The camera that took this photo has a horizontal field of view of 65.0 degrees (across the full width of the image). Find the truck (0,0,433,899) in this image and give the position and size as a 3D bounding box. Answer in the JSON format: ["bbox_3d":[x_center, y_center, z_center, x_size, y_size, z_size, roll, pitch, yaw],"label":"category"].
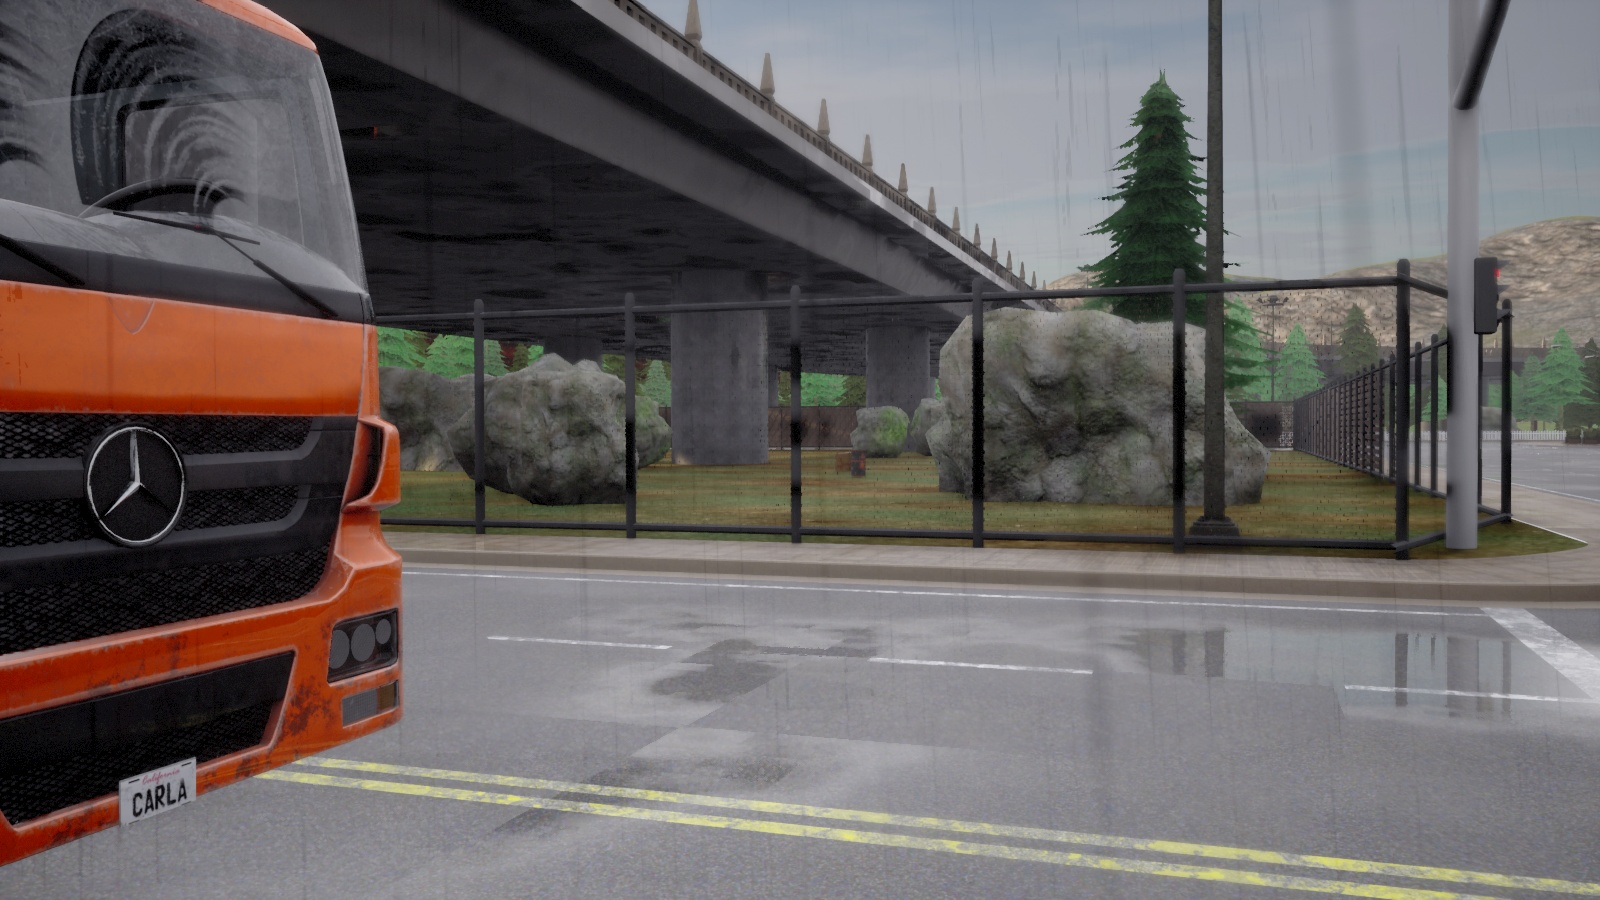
[{"bbox_3d":[-5.760,-0.260,5.158,7.936,3.462,2.891,1,1,19],"label":"truck"}]

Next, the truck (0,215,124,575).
[{"bbox_3d":[-12.444,-0.623,14.894,8.468,3.827,2.891,1,1,20],"label":"truck"}]
